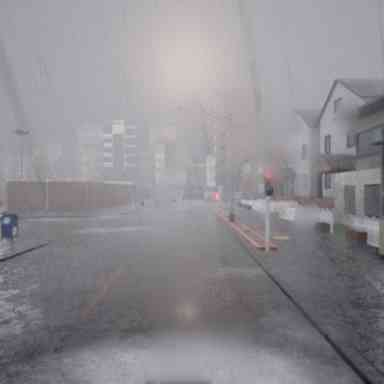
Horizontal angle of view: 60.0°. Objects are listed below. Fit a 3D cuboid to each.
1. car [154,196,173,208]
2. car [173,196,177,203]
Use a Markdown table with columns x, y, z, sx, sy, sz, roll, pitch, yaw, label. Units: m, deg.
| x | y | z | sx | sy | sz | roll | pitch | yaw | label |
| --- | --- | --- | --- | --- | --- | --- | --- | --- | --- |
| -4.073 | 1.394 | 46.710 | 1.812 | 1.442 | 4.674 | 0 | 0 | 0 | car |
| -4.006 | 1.387 | 63.625 | 1.994 | 1.385 | 4.181 | 0 | 0 | 0 | car |
